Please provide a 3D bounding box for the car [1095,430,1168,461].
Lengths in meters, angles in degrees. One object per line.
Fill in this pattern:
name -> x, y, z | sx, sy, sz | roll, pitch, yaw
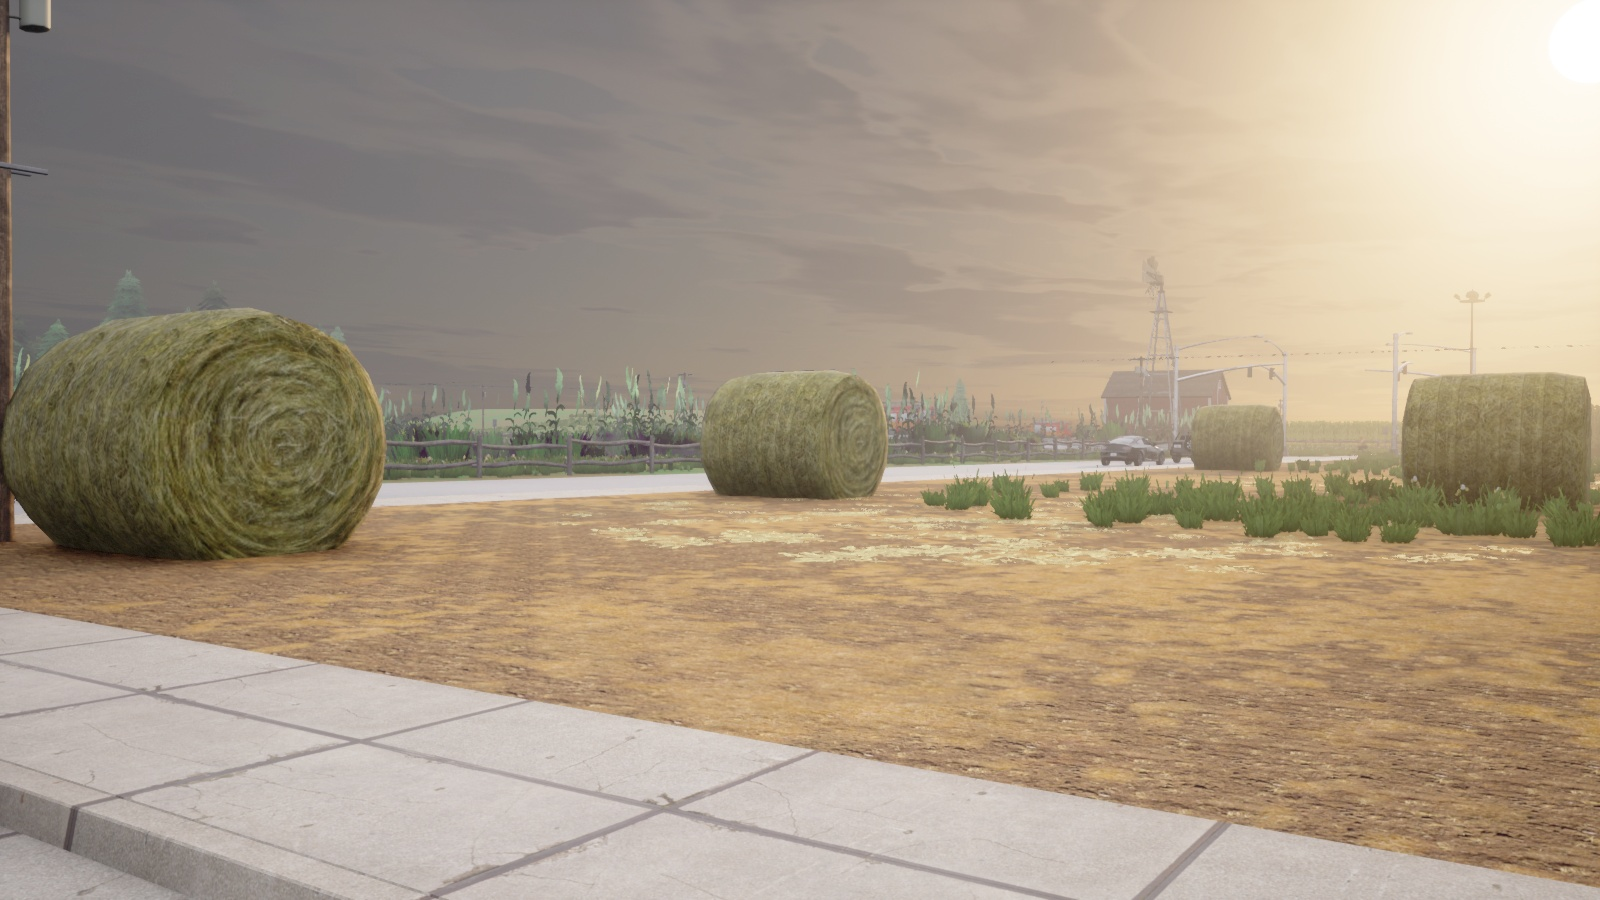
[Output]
car -> 15.936, -0.244, 60.200 | 1.812, 1.442, 4.674 | 0, 1, 36

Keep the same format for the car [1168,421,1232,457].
car -> 21.696, -0.612, 68.016 | 1.932, 1.855, 4.605 | 0, 1, 36

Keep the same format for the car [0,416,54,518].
car -> -16.026, 0.327, 22.733 | 1.905, 1.878, 3.866 | 0, 1, 36
